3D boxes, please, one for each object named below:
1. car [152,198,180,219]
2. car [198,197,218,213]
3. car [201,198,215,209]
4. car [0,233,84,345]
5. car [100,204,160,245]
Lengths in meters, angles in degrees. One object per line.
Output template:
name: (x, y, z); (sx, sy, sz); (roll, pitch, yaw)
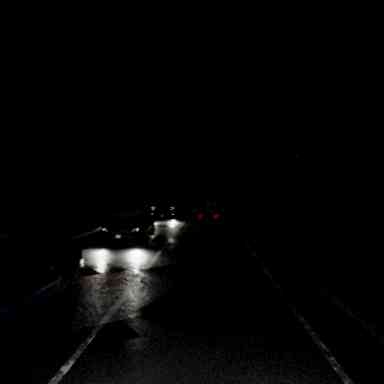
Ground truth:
car: (-2.246, 1.307, 28.564); (2.097, 1.767, 4.553); (1, 0, 3)
car: (1.726, 1.350, 36.331); (2.097, 1.767, 4.553); (1, 0, 3)
car: (2.290, 1.585, 47.590); (1.837, 1.490, 4.892); (1, 0, 3)
car: (-3.394, 1.516, 5.767); (1.812, 1.442, 4.674); (1, 0, 3)
car: (-2.893, 1.523, 15.850); (1.812, 1.442, 4.674); (1, 0, 3)
